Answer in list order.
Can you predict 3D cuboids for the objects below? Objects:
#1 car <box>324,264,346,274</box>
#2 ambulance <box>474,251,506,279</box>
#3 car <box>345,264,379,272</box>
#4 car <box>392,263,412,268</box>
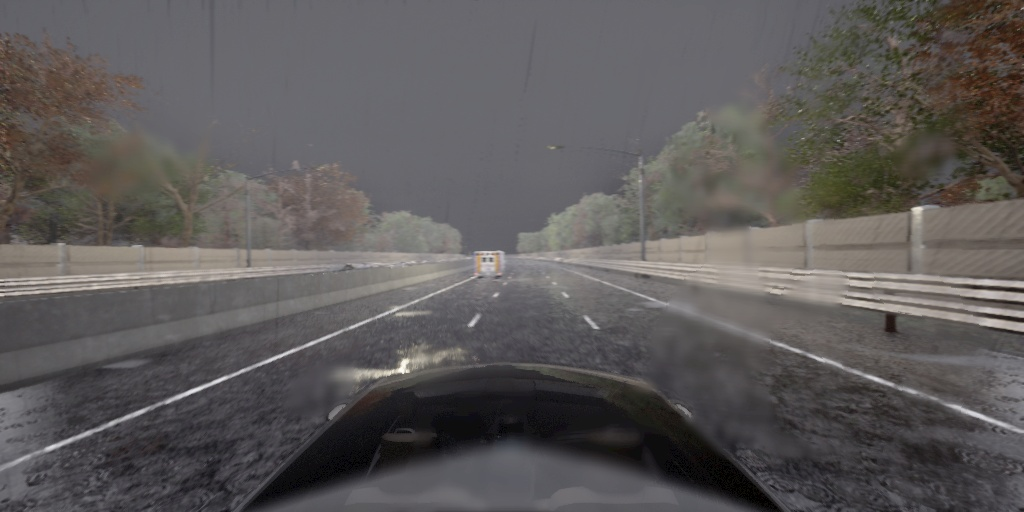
[{"bbox_3d":[-19.307,1.644,40.504,1.837,1.490,4.892,-1,0,2],"label":"car"},{"bbox_3d":[-1.984,0.836,33.761,2.351,2.431,6.366,-1,0,2],"label":"ambulance"},{"bbox_3d":[-15.857,1.632,38.997,1.994,1.385,4.181,-1,0,2],"label":"car"},{"bbox_3d":[-12.306,1.542,40.335,2.033,1.411,5.357,-1,0,2],"label":"car"}]
